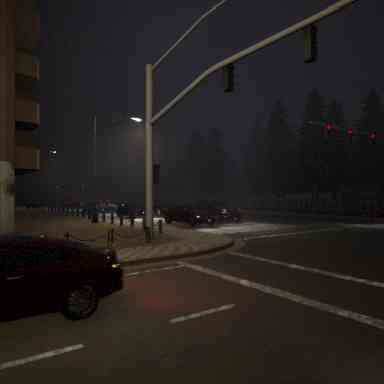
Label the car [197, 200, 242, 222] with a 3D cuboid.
[{"bbox_3d":[1.895,1.407,26.465,2.097,1.767,4.553,0,0,-36],"label":"car"}]

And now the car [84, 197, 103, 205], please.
[{"bbox_3d":[-17.987,1.656,60.388,1.895,1.301,4.718,0,0,-36],"label":"car"}]

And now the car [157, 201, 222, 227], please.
[{"bbox_3d":[-0.286,1.581,23.533,1.812,1.442,4.674,0,0,-37],"label":"car"}]

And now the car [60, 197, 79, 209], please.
[{"bbox_3d":[-17.256,1.533,47.131,1.882,1.535,5.008,0,0,-35],"label":"car"}]

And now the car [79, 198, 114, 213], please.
[{"bbox_3d":[-11.146,1.656,38.586,1.895,1.301,4.718,0,0,-36],"label":"car"}]

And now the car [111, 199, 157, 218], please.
[{"bbox_3d":[-5.403,1.619,30.602,1.994,1.385,4.181,0,0,-36],"label":"car"}]

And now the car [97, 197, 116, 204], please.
[{"bbox_3d":[-16.662,1.656,64.508,1.895,1.301,4.718,0,0,-36],"label":"car"}]

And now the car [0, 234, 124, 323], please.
[{"bbox_3d":[-3.508,1.526,5.789,4.674,1.442,1.812,0,0,-35],"label":"car"}]

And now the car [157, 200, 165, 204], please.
[{"bbox_3d":[-3.342,1.547,33.734,2.128,1.511,4.902,0,0,-36],"label":"car"}]
